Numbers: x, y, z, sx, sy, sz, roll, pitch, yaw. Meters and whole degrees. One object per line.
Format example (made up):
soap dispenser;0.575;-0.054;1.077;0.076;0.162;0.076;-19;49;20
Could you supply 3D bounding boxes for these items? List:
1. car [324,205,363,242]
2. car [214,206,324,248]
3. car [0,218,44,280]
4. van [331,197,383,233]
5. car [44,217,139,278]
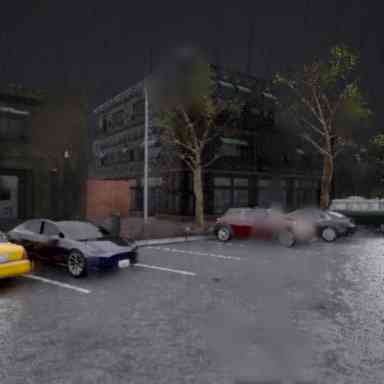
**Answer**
car;5.828;1.625;17.217;4.892;1.521;2.231;-1;-1;34
car;3.387;1.471;15.518;4.553;1.767;2.185;-1;-1;35
car;-6.389;1.484;8.735;5.366;1.575;1.946;-1;-1;35
van;10.546;1.454;20.711;4.442;1.987;1.878;-1;-1;35
car;-3.795;1.543;10.343;4.792;1.488;2.163;-1;-1;35
